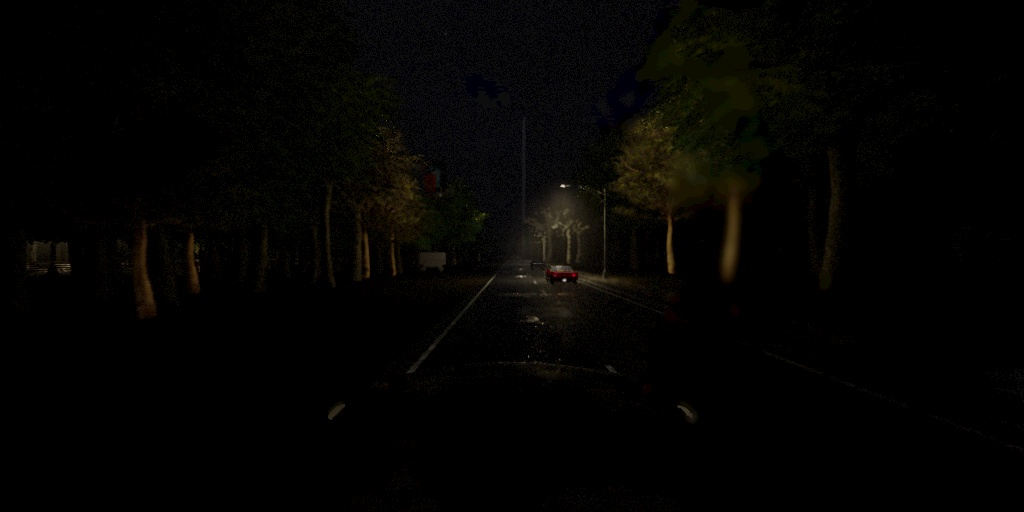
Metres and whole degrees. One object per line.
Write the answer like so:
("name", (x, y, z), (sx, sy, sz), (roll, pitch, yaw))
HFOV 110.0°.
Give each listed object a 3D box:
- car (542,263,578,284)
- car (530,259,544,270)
("car", (3.609, 1.352, 26.836), (1.895, 1.301, 4.718), (0, 0, 0))
("car", (3.617, 1.234, 51.299), (2.128, 1.511, 4.902), (0, 0, 0))
